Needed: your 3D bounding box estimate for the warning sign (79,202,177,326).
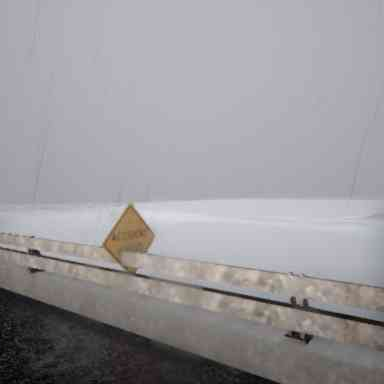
[{"bbox_3d":[-1.111,1.130,5.945,1.060,1.860,1.300,-1,0,36],"label":"warning sign"}]
